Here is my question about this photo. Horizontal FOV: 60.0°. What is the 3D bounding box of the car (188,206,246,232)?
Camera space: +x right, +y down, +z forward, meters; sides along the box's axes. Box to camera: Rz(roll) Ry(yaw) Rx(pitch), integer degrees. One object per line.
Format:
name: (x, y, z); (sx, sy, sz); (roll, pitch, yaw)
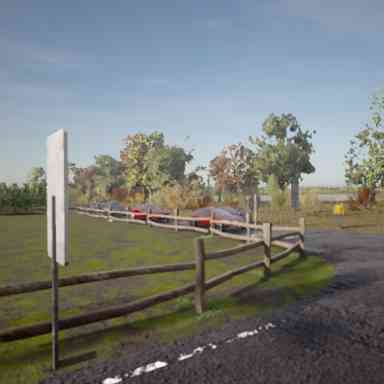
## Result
car: (1.490, 1.749, 21.886); (1.812, 1.442, 4.674); (-1, 0, -35)

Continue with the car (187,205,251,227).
car: (1.984, 1.791, 26.380); (2.033, 1.411, 5.357); (-1, 0, -35)

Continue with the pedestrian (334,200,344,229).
pedestrian: (9.301, 1.401, 21.133); (0.375, 1.860, 0.375); (-2, 1, -35)

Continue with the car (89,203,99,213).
car: (-13.260, 2.161, 46.342); (1.994, 1.385, 4.181); (-1, 0, -22)

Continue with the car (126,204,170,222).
car: (-3.791, 1.829, 29.569); (1.882, 1.535, 5.008); (-1, 0, -34)

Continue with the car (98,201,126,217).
car: (-8.747, 2.038, 37.388); (1.994, 1.385, 4.181); (-1, 0, -29)
